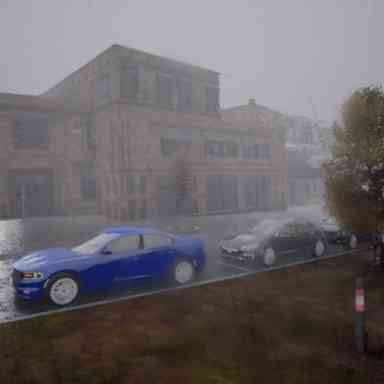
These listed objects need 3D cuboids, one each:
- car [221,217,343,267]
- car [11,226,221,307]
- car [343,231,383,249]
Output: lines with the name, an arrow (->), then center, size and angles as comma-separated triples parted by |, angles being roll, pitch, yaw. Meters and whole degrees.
car -> 3.196, 1.714, 12.494 | 4.892, 1.521, 2.231 | 1, 0, -37
car -> -1.912, 1.702, 8.761 | 5.008, 1.535, 2.097 | 0, 0, -35
car -> 7.649, 1.738, 16.068 | 5.008, 1.535, 2.097 | 1, 0, -39
